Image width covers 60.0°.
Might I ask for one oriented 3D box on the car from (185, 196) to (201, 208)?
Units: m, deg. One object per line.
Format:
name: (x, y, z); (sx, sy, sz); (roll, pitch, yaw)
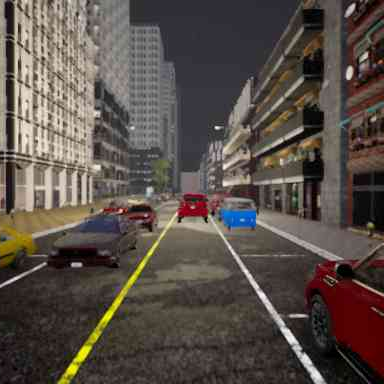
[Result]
car: (0.095, 1.310, 45.828); (2.128, 1.511, 4.902); (0, 0, 0)

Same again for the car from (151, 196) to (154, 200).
car: (-5.694, 1.406, 36.280); (2.008, 1.369, 4.403); (0, 0, 0)

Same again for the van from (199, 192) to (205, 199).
van: (2.684, 1.002, 91.789); (1.690, 1.788, 3.998); (0, 0, 0)

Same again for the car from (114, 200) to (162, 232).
car: (-3.001, 1.445, 19.574); (1.812, 1.442, 4.674); (0, 0, 0)

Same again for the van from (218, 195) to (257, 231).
van: (2.687, 1.261, 19.627); (1.690, 1.788, 3.998); (0, 0, 0)

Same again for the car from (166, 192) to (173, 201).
car: (-5.695, 1.175, 69.584); (1.967, 1.590, 4.097); (0, 0, 0)

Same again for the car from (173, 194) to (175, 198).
car: (-5.695, 1.031, 75.135); (2.192, 1.841, 5.009); (0, 0, 0)

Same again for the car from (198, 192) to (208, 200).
car: (2.684, 1.012, 80.687); (2.192, 1.841, 5.009); (0, 0, 0)

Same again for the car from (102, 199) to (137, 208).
car: (-5.693, 1.338, 25.177); (1.967, 1.590, 4.097); (0, 0, 0)

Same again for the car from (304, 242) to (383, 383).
car: (2.688, 1.302, 2.975); (2.192, 1.841, 5.009); (0, 0, 0)

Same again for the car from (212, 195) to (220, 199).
car: (2.686, 1.191, 30.729); (2.192, 1.841, 5.009); (0, 0, 0)

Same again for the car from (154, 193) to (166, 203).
car: (-5.694, 1.345, 52.931); (2.008, 1.369, 4.403); (0, 0, 0)

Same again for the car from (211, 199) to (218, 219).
car: (2.688, 1.448, 25.178); (2.008, 1.369, 4.403); (0, 0, 0)

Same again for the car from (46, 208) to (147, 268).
car: (-3.001, 1.500, 11.327); (2.033, 1.411, 5.357); (0, 0, 0)

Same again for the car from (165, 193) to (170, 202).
car: (-5.695, 1.336, 64.034); (1.802, 1.307, 4.206); (0, 0, 0)

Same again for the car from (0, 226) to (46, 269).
car: (-5.692, 1.490, 8.355); (1.752, 1.417, 4.829); (0, 0, 0)

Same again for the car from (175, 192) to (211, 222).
car: (0.079, 1.121, 25.187); (2.150, 2.045, 5.566); (0, 0, 0)
